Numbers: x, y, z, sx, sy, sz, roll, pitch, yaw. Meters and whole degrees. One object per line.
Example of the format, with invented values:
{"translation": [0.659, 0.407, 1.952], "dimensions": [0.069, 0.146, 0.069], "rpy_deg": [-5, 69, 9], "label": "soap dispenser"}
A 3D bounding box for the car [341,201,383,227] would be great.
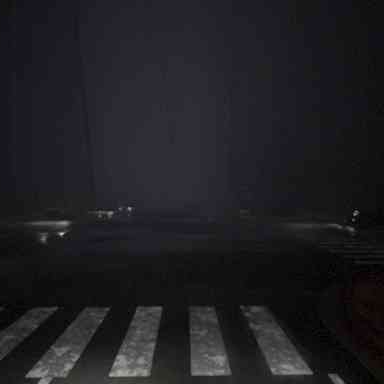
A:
{"translation": [12.547, 1.375, 22.434], "dimensions": [4.553, 1.767, 2.097], "rpy_deg": [0, 0, 0], "label": "car"}

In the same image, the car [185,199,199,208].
{"translation": [-0.009, 1.738, 50.215], "dimensions": [1.994, 1.385, 4.181], "rpy_deg": [0, 0, 0], "label": "car"}

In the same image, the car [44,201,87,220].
{"translation": [-10.912, 1.568, 28.968], "dimensions": [1.882, 1.535, 5.008], "rpy_deg": [0, -1, 6], "label": "car"}

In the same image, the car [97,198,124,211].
{"translation": [-10.683, 1.697, 42.917], "dimensions": [2.033, 1.411, 5.357], "rpy_deg": [0, 0, 0], "label": "car"}

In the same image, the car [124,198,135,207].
{"translation": [-10.658, 1.696, 54.734], "dimensions": [1.837, 1.490, 4.892], "rpy_deg": [0, -1, 0], "label": "car"}
